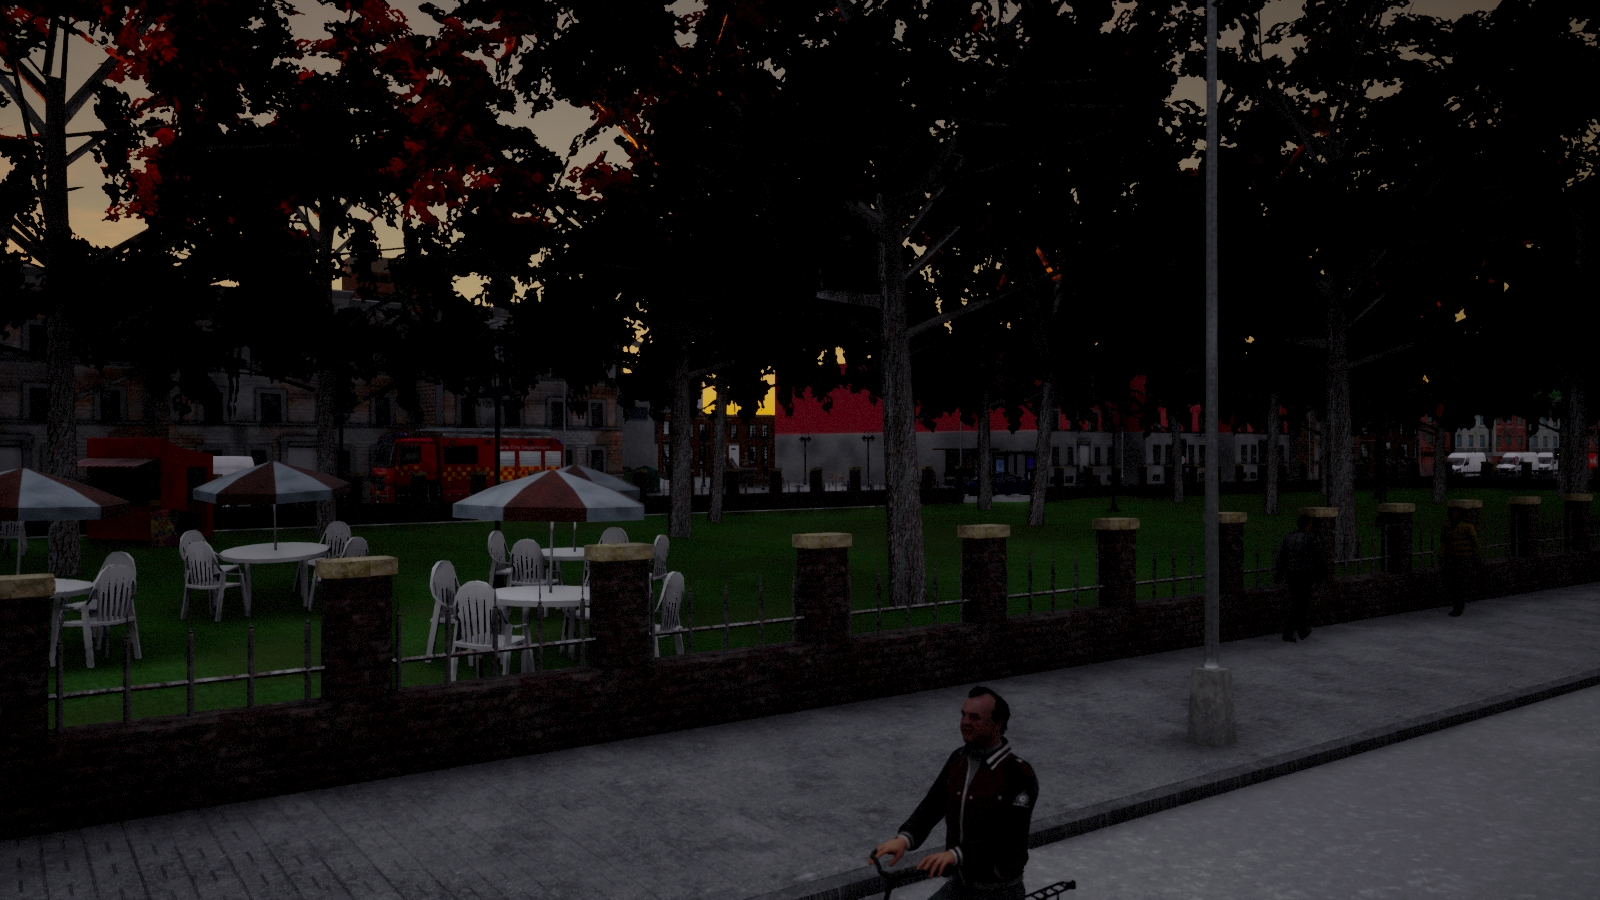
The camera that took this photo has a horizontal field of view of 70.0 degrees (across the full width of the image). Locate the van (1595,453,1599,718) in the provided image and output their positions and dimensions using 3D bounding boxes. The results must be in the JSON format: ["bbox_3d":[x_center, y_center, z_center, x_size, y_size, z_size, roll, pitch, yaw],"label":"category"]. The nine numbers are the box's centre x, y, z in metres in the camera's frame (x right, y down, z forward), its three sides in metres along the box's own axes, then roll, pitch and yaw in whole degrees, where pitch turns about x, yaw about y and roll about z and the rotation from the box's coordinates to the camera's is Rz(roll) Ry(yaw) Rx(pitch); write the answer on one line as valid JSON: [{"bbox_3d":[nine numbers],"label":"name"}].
[{"bbox_3d":[10.709,1.314,12.007,5.915,2.561,1.988,0,0,-35],"label":"van"}]

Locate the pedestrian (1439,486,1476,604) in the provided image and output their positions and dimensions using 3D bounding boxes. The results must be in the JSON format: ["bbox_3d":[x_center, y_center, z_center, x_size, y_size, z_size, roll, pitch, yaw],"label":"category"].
[{"bbox_3d":[10.610,1.525,18.434,0.375,1.860,0.375,0,0,-30],"label":"pedestrian"}]

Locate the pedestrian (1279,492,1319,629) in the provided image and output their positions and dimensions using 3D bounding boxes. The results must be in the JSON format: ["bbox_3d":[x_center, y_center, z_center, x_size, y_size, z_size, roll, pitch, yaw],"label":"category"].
[{"bbox_3d":[6.945,1.525,15.901,0.375,1.860,0.375,0,0,-35],"label":"pedestrian"}]

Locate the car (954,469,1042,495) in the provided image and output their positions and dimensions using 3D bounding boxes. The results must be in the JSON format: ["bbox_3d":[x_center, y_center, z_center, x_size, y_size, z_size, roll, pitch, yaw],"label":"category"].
[{"bbox_3d":[11.886,1.886,68.415,5.357,1.411,2.033,0,0,-35],"label":"car"}]

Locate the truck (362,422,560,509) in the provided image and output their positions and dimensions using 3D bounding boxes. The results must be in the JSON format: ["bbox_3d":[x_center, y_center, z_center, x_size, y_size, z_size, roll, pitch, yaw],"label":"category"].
[{"bbox_3d":[-15.884,0.671,53.854,8.468,3.827,2.891,0,0,-35],"label":"truck"}]

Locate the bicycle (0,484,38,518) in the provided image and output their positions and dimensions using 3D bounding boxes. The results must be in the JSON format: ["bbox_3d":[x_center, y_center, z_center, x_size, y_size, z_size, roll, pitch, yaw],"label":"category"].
[{"bbox_3d":[-30.089,1.940,43.427,1.835,1.271,0.329,0,0,-36],"label":"bicycle"}]
